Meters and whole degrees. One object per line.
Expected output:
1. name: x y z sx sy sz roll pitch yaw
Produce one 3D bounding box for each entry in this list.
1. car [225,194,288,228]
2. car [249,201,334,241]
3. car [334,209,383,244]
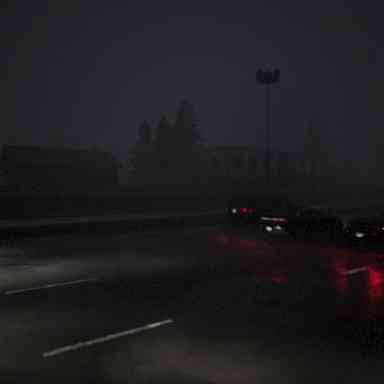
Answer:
1. car: 4.511 1.124 19.860 5.566 2.045 2.150 0 0 -35
2. car: 5.400 1.403 16.196 4.902 1.511 2.128 0 0 -35
3. car: 8.209 1.431 13.900 4.674 1.442 1.812 0 0 -36
